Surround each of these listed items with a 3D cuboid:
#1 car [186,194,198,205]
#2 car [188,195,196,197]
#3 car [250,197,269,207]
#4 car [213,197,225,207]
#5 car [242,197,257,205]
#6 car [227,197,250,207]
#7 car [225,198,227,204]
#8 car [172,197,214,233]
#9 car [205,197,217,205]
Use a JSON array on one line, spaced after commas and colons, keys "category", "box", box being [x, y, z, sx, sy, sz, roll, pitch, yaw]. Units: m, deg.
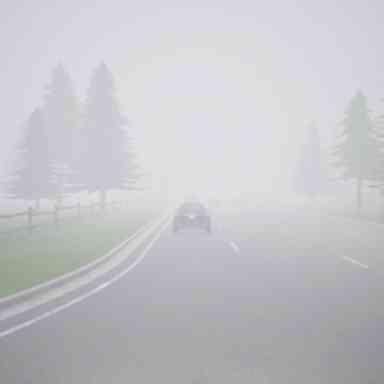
[{"category": "car", "box": [-0.015, 1.346, 60.697, 2.097, 1.767, 4.553, 0, 0, 0]}, {"category": "car", "box": [-0.013, 1.347, 50.694, 2.097, 1.767, 4.553, 0, 0, 0]}, {"category": "car", "box": [10.487, 1.521, 50.727, 1.812, 1.442, 4.674, 0, 0, 0]}, {"category": "car", "box": [3.487, 1.559, 50.725, 1.994, 1.385, 4.181, 0, 0, 0]}, {"category": "car", "box": [10.485, 1.559, 60.730, 1.994, 1.385, 4.181, 0, 0, 0]}, {"category": "car", "box": [6.987, 1.543, 50.309, 2.033, 1.411, 5.357, 0, 0, 0]}, {"category": "car", "box": [6.985, 1.559, 60.729, 1.994, 1.385, 4.181, 0, 0, 0]}, {"category": "car", "box": [-0.005, 1.350, 19.657, 2.097, 1.767, 4.553, 0, 0, 0]}, {"category": "car", "box": [3.485, 1.595, 60.758, 1.895, 1.301, 4.718, 0, 0, 0]}]
